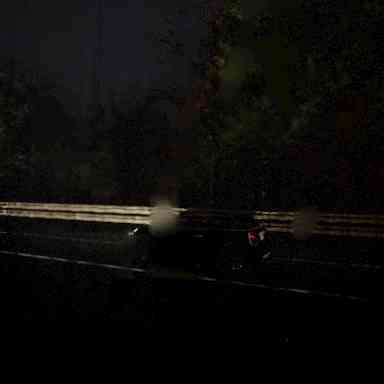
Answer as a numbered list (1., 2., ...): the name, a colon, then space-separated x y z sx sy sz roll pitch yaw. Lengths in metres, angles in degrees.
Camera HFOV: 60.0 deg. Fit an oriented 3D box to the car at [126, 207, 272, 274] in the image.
1. car: 0.143 1.327 10.650 4.553 1.767 2.097 1 0 25
